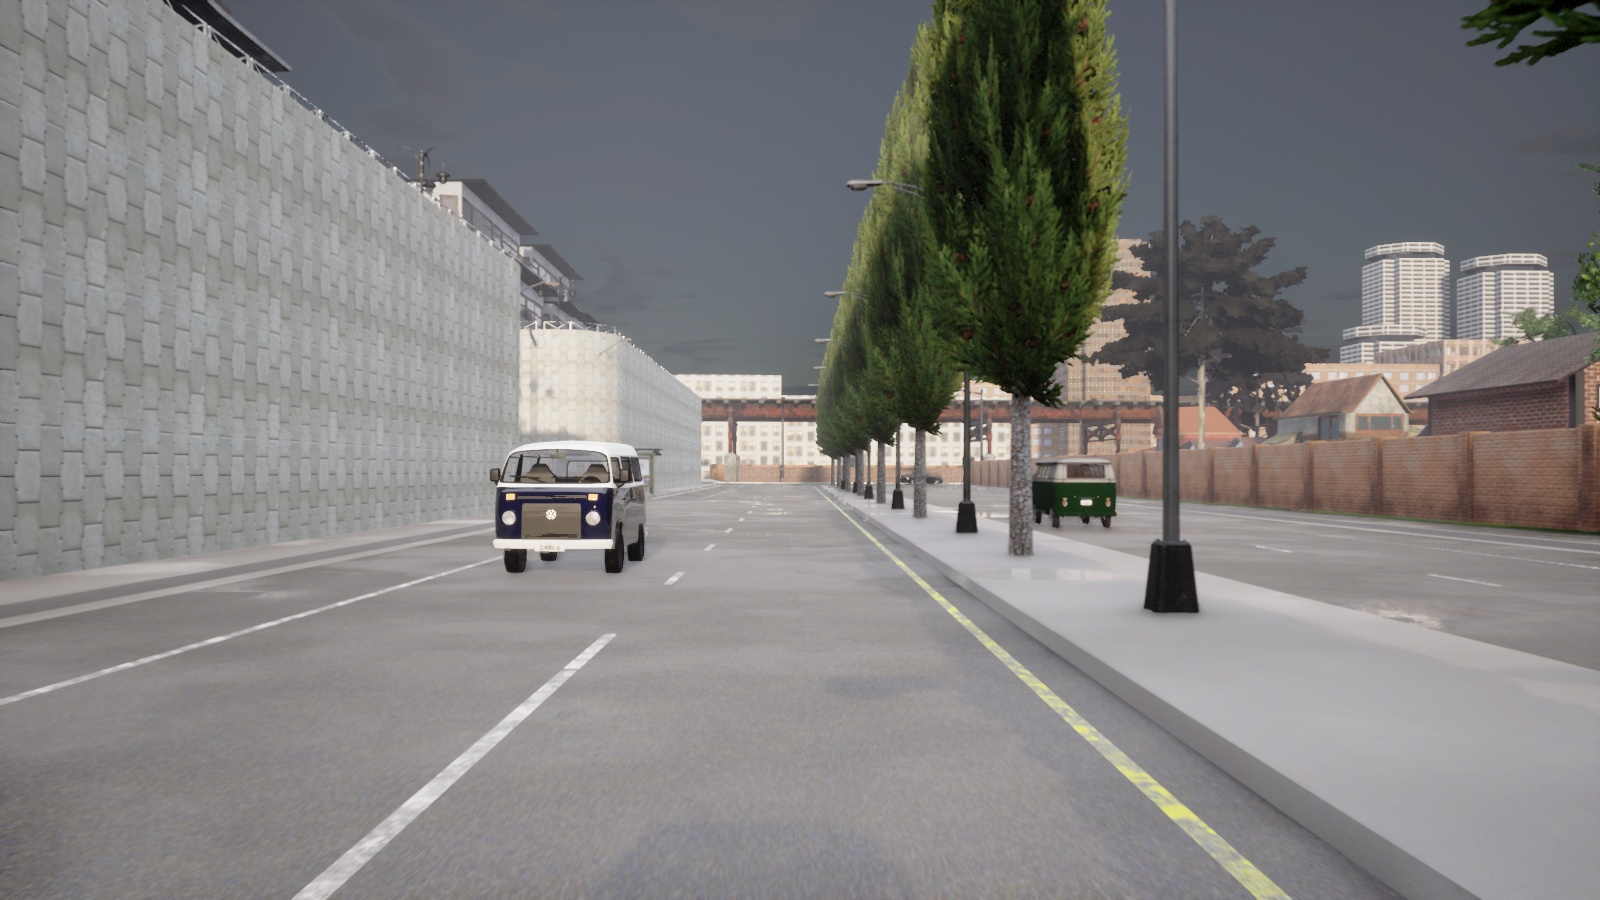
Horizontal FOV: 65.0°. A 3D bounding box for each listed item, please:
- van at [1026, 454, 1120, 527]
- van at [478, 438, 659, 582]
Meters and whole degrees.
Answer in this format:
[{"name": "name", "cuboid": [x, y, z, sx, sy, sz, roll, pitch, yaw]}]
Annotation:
[{"name": "van", "cuboid": [7.910, 1.151, 36.776, 1.775, 1.987, 4.442, 0, -1, 0]}, {"name": "van", "cuboid": [-3.546, 0.889, 20.123, 2.069, 2.038, 4.480, 0, -1, 0]}]
